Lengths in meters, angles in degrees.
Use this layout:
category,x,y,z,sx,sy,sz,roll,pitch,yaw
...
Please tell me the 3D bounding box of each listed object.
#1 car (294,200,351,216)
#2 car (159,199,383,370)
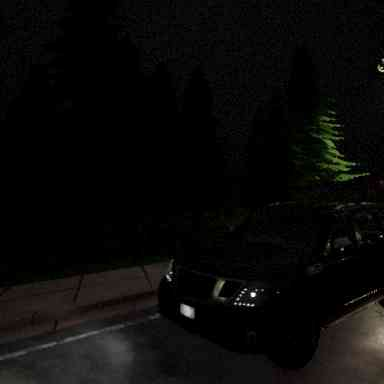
category,x,y,z,sx,sy,sz,roll,pitch,yaw
car,13.570,1.576,34.935,2.033,1.411,5.357,0,0,-38
car,2.093,1.222,6.134,5.566,2.045,2.150,0,0,-39
